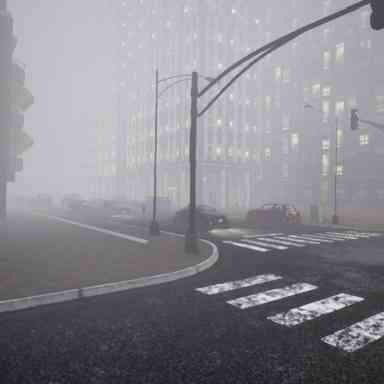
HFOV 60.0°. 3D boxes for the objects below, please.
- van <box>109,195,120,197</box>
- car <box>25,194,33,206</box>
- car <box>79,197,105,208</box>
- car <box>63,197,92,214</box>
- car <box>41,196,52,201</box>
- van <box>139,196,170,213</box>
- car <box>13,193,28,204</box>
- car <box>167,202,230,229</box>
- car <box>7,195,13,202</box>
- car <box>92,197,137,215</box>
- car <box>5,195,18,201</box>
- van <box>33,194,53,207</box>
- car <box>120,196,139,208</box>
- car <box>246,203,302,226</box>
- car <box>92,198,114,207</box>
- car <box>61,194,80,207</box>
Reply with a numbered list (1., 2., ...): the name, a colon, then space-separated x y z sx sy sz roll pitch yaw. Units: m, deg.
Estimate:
1. van: -10.591 1.368 46.961 1.690 1.788 3.998 1 -1 -35
2. car: -23.967 1.432 51.322 1.802 1.307 4.206 1 -1 -35
3. car: -14.447 1.519 47.821 2.033 1.411 5.357 1 -1 -35
4. car: -10.890 1.427 32.897 2.008 1.369 4.403 1 -1 -35
5. car: -36.751 1.571 83.808 1.802 1.307 4.206 1 -1 -35
6. van: -4.053 1.382 37.748 1.690 1.788 3.998 1 -1 -35
7. car: -30.502 1.155 60.537 2.192 1.841 5.009 1 -1 -35
8. car: 0.538 1.514 21.272 1.994 1.385 4.181 1 -1 -35
9. car: -37.044 1.397 69.747 1.947 1.339 4.313 1 -1 -35
10. car: -7.783 1.477 33.000 2.033 1.411 5.357 1 -1 -35
11. car: -40.313 1.378 74.353 2.008 1.369 4.403 1 -1 -35
12. van: -20.694 1.197 46.718 1.690 1.788 3.998 1 -1 -35
13. car: -7.326 1.584 42.352 2.008 1.369 4.403 1 -1 -35
14. car: 5.753 1.505 23.928 1.967 1.590 4.097 1 -1 -35
15. car: -13.865 1.587 51.565 1.947 1.339 4.313 1 -1 -35
16. car: -16.027 1.390 44.686 1.882 1.535 5.008 1 -1 -35
